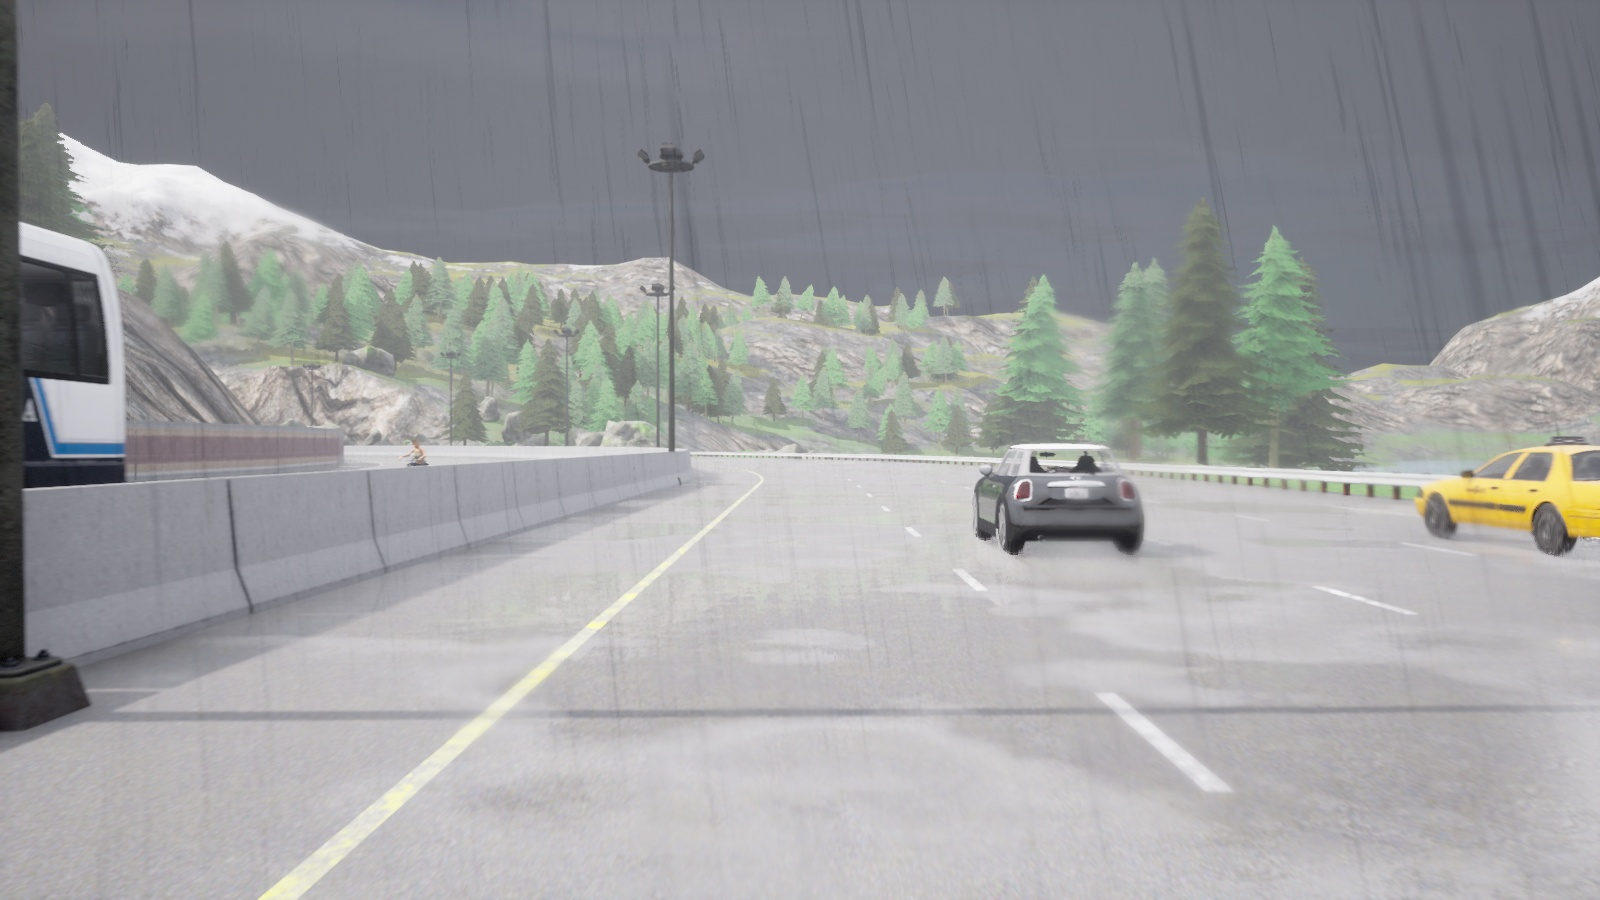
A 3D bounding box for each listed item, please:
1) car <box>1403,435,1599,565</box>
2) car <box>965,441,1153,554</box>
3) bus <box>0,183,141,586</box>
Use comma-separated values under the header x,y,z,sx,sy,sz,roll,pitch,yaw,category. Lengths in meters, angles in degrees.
x,y,z,sx,sy,sz,roll,pitch,yaw,category
10.617,0.594,17.563,1.801,1.575,5.366,0,0,0,car
3.620,0.611,18.262,1.970,1.475,3.806,0,0,0,car
-10.421,-0.700,10.906,3.944,4.253,10.273,0,0,0,bus
